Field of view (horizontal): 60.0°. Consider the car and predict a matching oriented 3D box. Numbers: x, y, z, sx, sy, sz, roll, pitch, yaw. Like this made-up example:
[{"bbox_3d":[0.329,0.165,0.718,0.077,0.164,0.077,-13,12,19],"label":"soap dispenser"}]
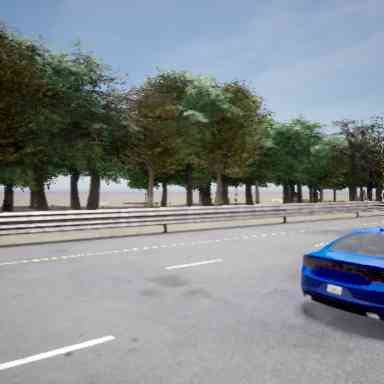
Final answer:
[{"bbox_3d":[4.400,1.480,7.006,5.008,1.535,1.882,0,0,-35],"label":"car"}]
